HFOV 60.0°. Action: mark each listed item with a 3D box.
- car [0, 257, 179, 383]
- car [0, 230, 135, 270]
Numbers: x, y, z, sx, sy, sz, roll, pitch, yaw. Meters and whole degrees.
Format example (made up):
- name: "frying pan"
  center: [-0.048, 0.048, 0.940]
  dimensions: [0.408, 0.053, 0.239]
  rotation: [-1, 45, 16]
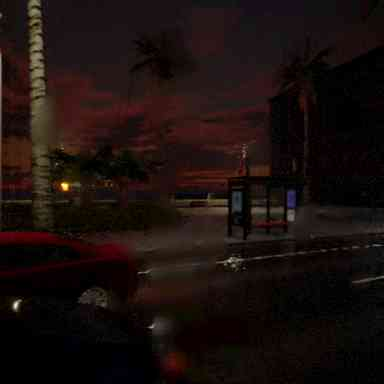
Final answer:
- name: "car"
  center: [-2.102, 1.549, 2.247]
  dimensions: [4.181, 1.385, 1.994]
  rotation: [0, 0, -34]
- name: "car"
  center: [-3.383, 1.451, 5.613]
  dimensions: [5.008, 1.535, 1.882]
  rotation: [0, 0, -33]
